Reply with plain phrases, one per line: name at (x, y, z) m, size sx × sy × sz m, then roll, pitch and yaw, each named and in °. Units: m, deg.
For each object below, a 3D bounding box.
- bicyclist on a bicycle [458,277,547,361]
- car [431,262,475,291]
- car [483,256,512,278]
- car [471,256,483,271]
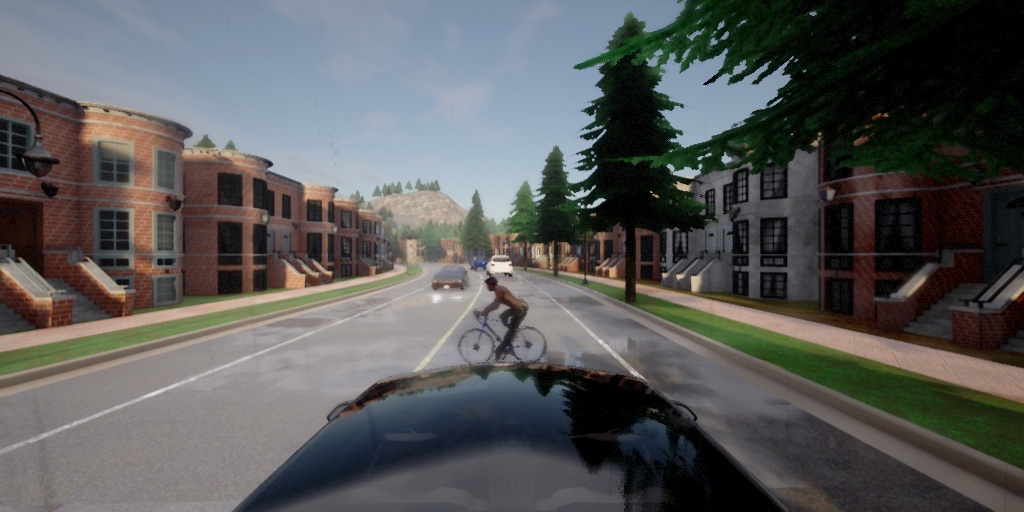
bicyclist on a bicycle at (-0.194, 1.207, 6.639) m, size 1.656 × 1.620 × 0.582 m, roll -2°, pitch 0°, yaw 0°
car at (-3.667, 1.313, 22.284) m, size 2.033 × 1.411 × 5.357 m, roll 0°, pitch 0°, yaw -2°
car at (-1.304, 0.997, 35.101) m, size 2.150 × 2.045 × 5.566 m, roll 0°, pitch 0°, yaw -8°
car at (-4.516, 1.009, 51.125) m, size 2.150 × 2.045 × 5.566 m, roll 0°, pitch 0°, yaw -15°
